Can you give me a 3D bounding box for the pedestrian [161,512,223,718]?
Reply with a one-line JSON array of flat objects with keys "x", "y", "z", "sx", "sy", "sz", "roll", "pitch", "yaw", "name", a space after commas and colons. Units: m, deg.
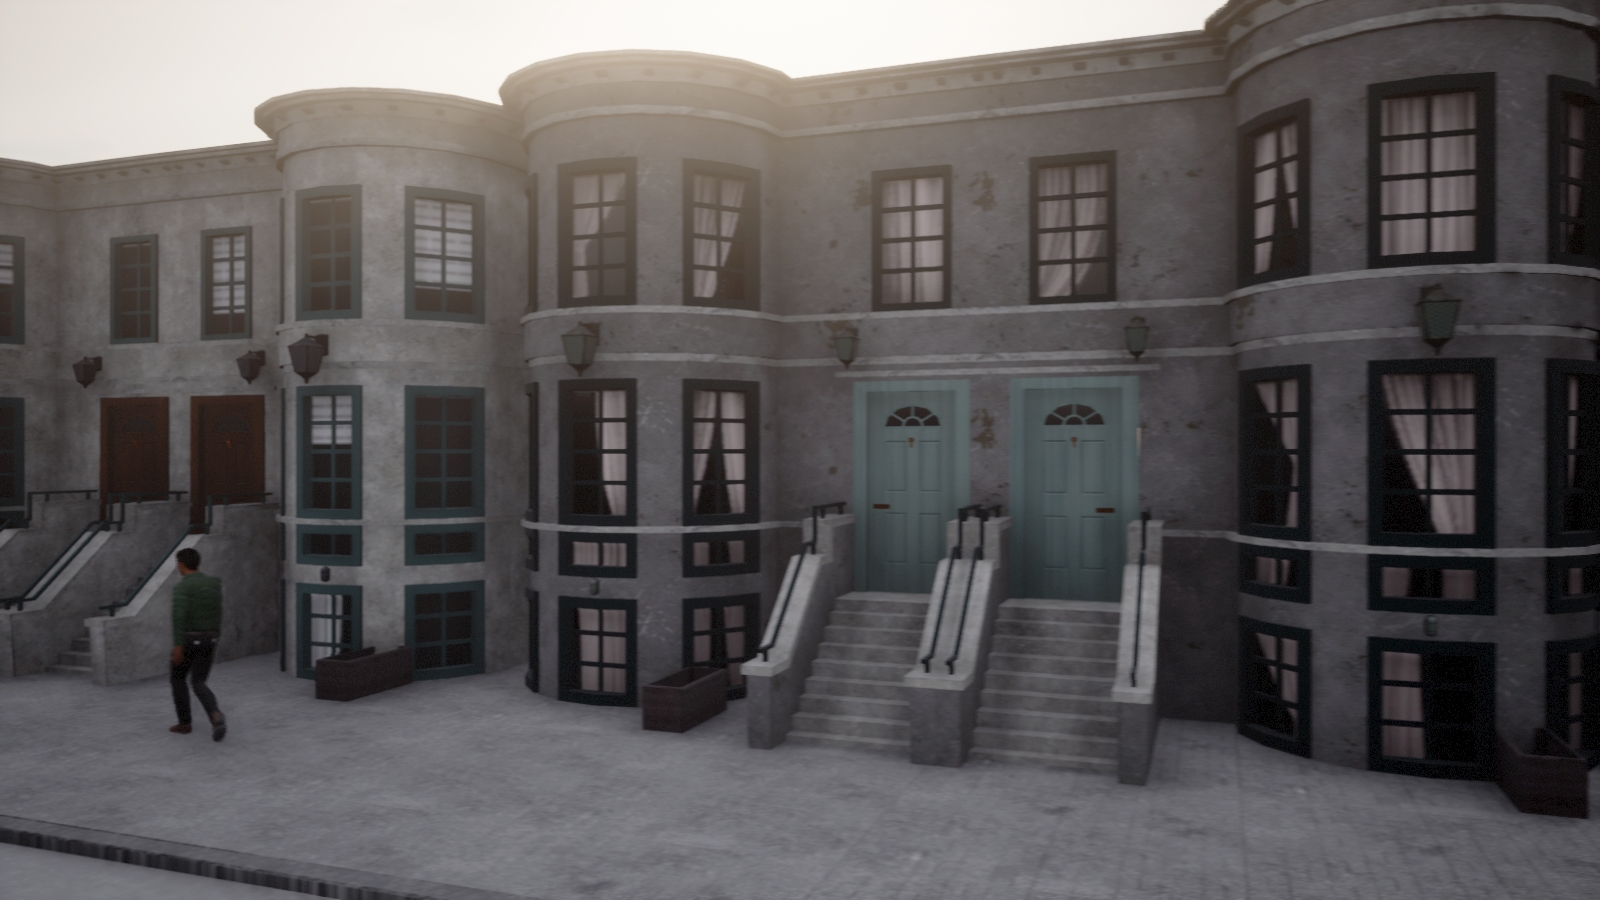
[{"x": -5.707, "y": 1.526, "z": 10.721, "sx": 0.375, "sy": 1.860, "sz": 0.375, "roll": 0, "pitch": 0, "yaw": 32, "name": "pedestrian"}]
